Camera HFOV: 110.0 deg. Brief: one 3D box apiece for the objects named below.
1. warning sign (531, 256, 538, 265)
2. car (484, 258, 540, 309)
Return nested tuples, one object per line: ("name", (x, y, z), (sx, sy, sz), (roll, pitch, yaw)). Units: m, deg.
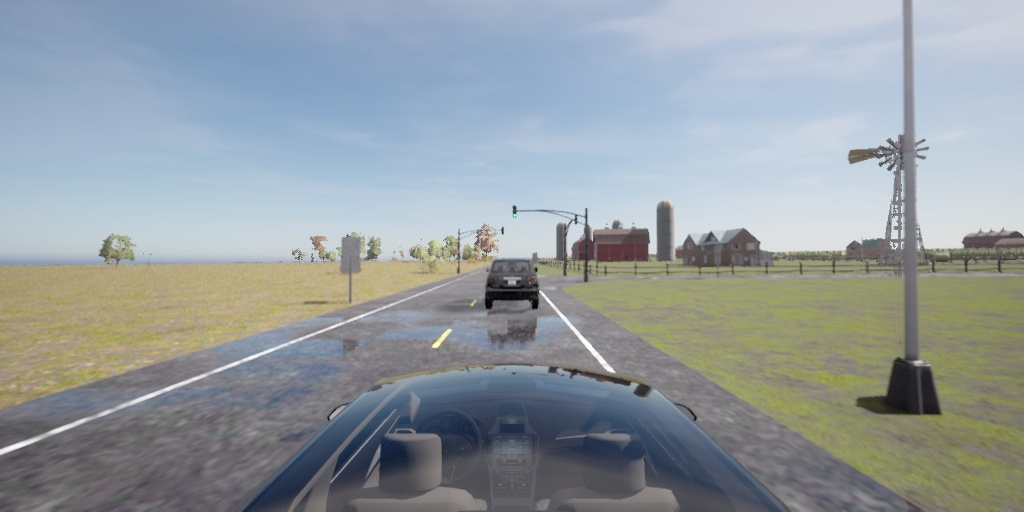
("warning sign", (3.559, 1.403, 63.539), (1.300, 1.860, 1.060), (0, 0, 0))
("car", (0.003, 1.098, 15.857), (2.150, 2.045, 5.566), (0, 0, 0))
